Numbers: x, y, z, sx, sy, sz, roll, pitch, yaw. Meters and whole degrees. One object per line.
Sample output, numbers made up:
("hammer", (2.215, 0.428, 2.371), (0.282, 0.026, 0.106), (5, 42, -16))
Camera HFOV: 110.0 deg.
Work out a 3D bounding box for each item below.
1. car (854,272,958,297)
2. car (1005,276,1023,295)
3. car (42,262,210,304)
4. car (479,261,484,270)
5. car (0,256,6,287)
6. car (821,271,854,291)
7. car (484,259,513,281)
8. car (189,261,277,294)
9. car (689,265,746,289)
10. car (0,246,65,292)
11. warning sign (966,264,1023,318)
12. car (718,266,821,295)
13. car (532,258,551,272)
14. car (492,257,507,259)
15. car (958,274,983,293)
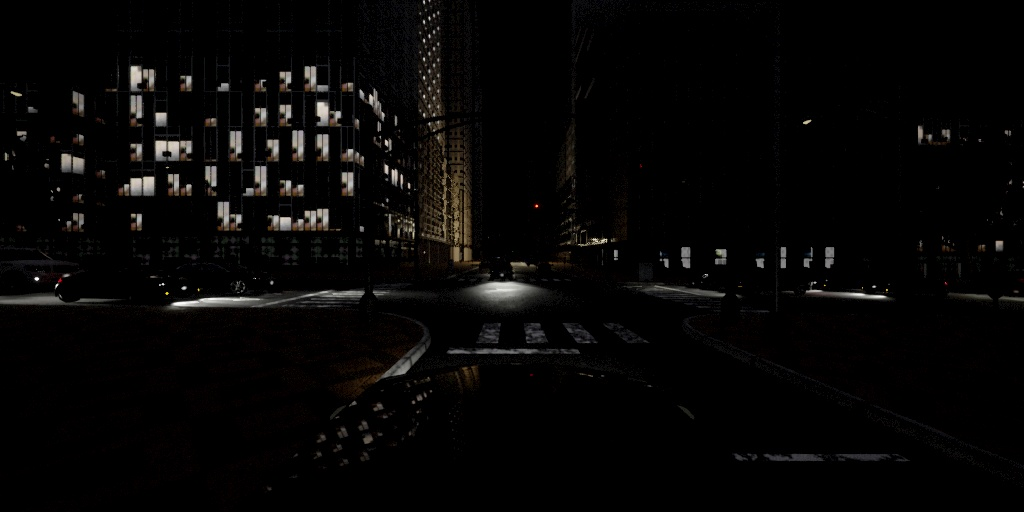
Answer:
("car", (24.730, 1.782, 22.618), (4.181, 1.385, 1.994), (1, 0, -3))
("car", (34.493, 1.745, 23.032), (4.553, 1.767, 2.097), (1, 0, -2))
("car", (-15.040, 1.063, 14.191), (4.181, 1.385, 1.994), (1, 0, -2))
("car", (-3.869, 1.343, 52.199), (1.802, 1.307, 4.207), (0, 0, 0))
("car", (-23.687, 0.832, 13.820), (4.902, 1.511, 2.128), (1, 0, -3))
("car", (23.694, 1.762, 25.841), (4.181, 1.385, 1.994), (1, 0, -5))
("car", (-1.029, 1.262, 30.901), (2.128, 1.511, 4.902), (0, 0, -6))
("car", (-14.241, 1.004, 17.486), (4.902, 1.511, 2.128), (1, 0, -3))
("car", (15.071, 1.396, 25.452), (4.553, 1.767, 2.097), (1, 0, -3))
("car", (-24.081, 0.553, 17.051), (5.566, 2.045, 2.150), (1, 0, -2))
("warning sign", (17.309, 1.204, 12.837), (1.060, 1.860, 1.300), (0, 0, -2))
("car", (15.862, 1.564, 22.244), (4.892, 1.490, 1.837), (1, 0, -4))
("car", (4.067, 1.329, 46.681), (1.948, 1.339, 4.313), (0, 0, 0))
("car", (-1.391, 1.117, 42.617), (2.097, 1.767, 4.553), (0, 0, 0))
("car", (33.788, 1.980, 26.257), (4.718, 1.301, 1.895), (1, 0, -2))
